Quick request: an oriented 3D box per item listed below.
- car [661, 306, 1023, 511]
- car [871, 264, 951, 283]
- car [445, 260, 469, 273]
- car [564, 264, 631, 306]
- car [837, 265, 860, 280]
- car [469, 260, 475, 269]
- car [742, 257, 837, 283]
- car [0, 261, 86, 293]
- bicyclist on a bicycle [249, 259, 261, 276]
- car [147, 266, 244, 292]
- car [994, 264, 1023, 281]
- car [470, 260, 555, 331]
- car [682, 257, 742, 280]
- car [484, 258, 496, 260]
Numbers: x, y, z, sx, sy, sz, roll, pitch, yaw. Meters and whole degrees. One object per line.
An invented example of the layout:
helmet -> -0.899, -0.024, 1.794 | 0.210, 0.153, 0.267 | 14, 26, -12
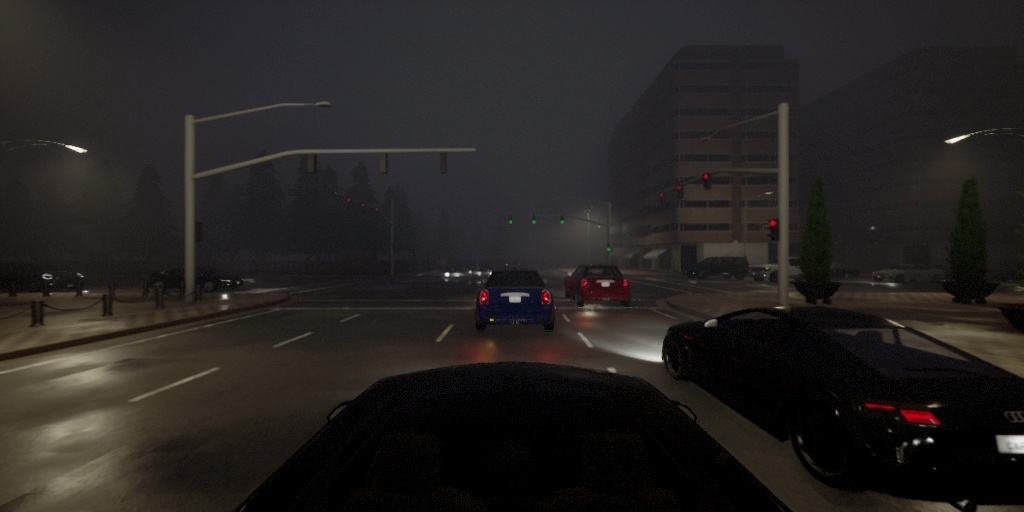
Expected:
car -> 3.610, 1.317, 4.576 | 1.994, 1.385, 4.181 | 0, 0, -1
car -> 31.760, 1.367, 28.784 | 4.674, 1.442, 1.812 | 0, 0, 0
car -> -6.928, 1.367, 44.328 | 1.994, 1.385, 4.181 | 0, 0, 2
car -> 3.597, 1.119, 15.889 | 2.097, 1.767, 4.553 | 0, 0, 0
car -> 28.130, 1.447, 32.267 | 4.718, 1.301, 1.895 | 0, 0, 0
car -> -6.328, 1.319, 53.217 | 1.837, 1.490, 4.892 | 0, 0, 7
car -> 22.123, 1.062, 28.737 | 5.566, 2.045, 2.150 | 0, 0, 0
car -> -28.430, 1.180, 21.270 | 4.553, 1.767, 2.097 | 0, 0, 0
bicyclist on a bicycle -> -25.667, 1.147, 35.767 | 0.582, 1.620, 1.656 | 0, 0, 0
car -> -18.710, 1.333, 21.321 | 4.892, 1.490, 1.837 | 0, 0, 0
car -> 42.084, 1.320, 28.822 | 5.008, 1.535, 1.882 | 0, 0, 0
car -> 0.080, 1.114, 11.186 | 2.097, 1.767, 4.553 | 0, 0, 0
car -> 18.371, 1.067, 32.217 | 5.566, 2.045, 2.150 | 0, 0, 0
car -> -3.292, 1.313, 47.997 | 1.837, 1.490, 4.892 | 0, 0, 3
